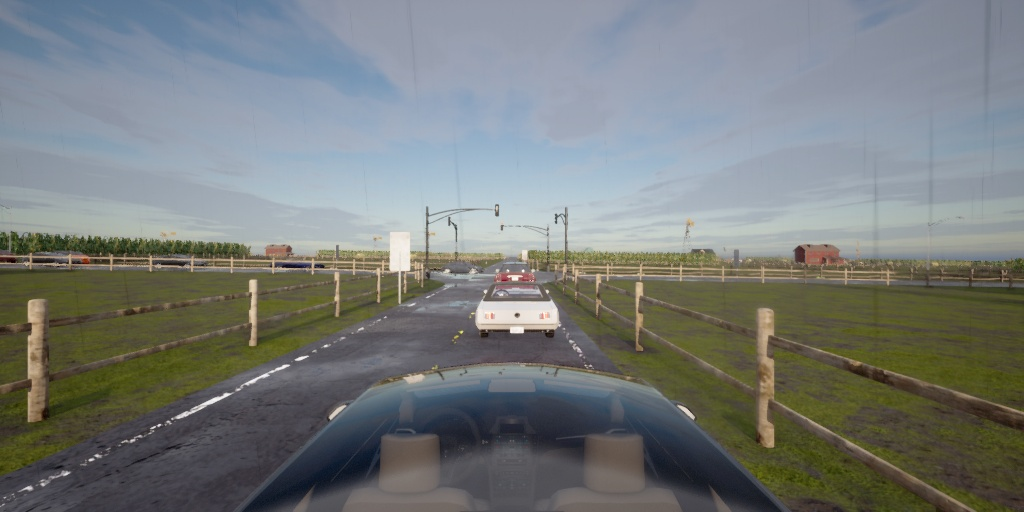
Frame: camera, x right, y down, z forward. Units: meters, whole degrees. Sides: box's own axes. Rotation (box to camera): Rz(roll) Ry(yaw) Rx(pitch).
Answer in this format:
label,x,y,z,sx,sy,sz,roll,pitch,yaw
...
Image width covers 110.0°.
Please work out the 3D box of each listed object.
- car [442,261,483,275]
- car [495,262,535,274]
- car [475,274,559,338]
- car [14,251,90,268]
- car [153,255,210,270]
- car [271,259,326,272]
label,x,y,z,sx,sy,sz,roll,pitch,yaw
car,-5.061,1.240,36.708,4.181,1.385,1.994,1,0,0
car,0.178,1.103,19.146,2.097,1.767,4.553,0,0,1
car,0.123,1.351,10.158,1.895,1.301,4.718,0,0,0
car,-47.197,0.411,36.866,4.892,1.490,1.837,1,0,1
car,-33.894,0.646,36.796,4.892,1.490,1.837,2,0,0
car,-21.811,0.965,36.755,4.718,1.301,1.895,1,0,0
